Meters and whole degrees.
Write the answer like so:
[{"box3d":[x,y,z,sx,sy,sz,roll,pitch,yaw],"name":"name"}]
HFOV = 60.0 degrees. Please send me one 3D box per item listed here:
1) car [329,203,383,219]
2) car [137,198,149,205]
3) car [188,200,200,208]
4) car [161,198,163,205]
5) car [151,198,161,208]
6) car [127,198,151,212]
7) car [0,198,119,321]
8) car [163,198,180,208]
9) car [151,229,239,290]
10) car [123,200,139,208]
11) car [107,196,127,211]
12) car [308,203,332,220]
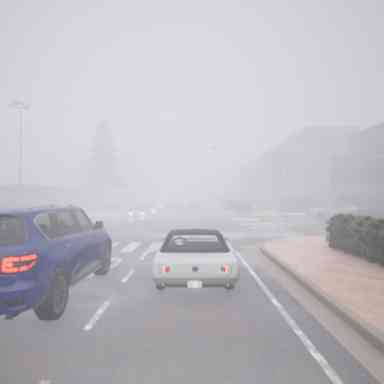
[{"box3d":[14.100,1.796,27.009,4.718,1.301,1.895,0,0,0],"name":"car"},{"box3d":[-10.168,2.002,69.767,1.837,1.490,4.892,0,0,0],"name":"car"},{"box3d":[0.321,1.976,57.343,1.994,1.385,4.181,0,0,0],"name":"car"},{"box3d":[-6.678,2.018,68.881,2.128,1.511,4.902,0,0,0],"name":"car"},{"box3d":[-6.873,2.002,55.800,1.895,1.301,4.718,0,0,1],"name":"car"},{"box3d":[-6.976,1.843,44.077,1.812,1.442,4.674,0,0,1],"name":"car"},{"box3d":[-3.432,1.277,7.547,2.150,2.045,5.566,0,0,0],"name":"car"},{"box3d":[-3.186,1.758,56.419,2.097,1.767,4.553,0,0,0],"name":"car"},{"box3d":[0.071,1.668,9.215,1.895,1.301,4.718,0,0,0],"name":"car"},{"box3d":[-10.361,2.011,57.030,1.895,1.301,4.718,0,0,1],"name":"car"},{"box3d":[-10.462,1.545,44.877,2.150,2.045,5.566,0,0,1],"name":"car"},{"box3d":[13.047,1.746,30.501,4.674,1.442,1.812,0,0,0],"name":"car"}]
